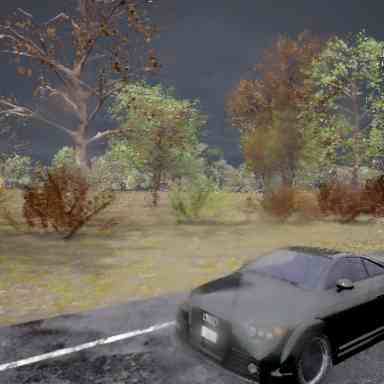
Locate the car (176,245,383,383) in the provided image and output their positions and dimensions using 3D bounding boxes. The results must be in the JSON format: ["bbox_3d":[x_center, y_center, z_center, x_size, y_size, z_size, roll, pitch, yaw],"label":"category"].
[{"bbox_3d":[1.831,1.609,5.327,4.181,1.385,1.994,1,0,-36],"label":"car"}]
